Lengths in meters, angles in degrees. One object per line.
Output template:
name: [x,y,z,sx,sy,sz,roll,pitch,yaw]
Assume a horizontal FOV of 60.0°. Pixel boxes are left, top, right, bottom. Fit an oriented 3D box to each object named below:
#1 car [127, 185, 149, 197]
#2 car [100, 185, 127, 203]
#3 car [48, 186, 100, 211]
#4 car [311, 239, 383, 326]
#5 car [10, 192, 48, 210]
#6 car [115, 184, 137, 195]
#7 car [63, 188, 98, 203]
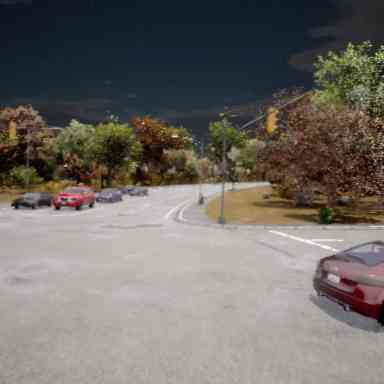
car: [-8.211,-0.120,51.758,1.837,1.490,4.892,2,4,12]
car: [-9.980,0.324,40.363,2.097,1.767,4.553,2,2,7]
car: [-10.633,0.519,30.571,2.150,2.045,5.566,2,1,2]
car: [4.638,1.672,6.720,4.181,1.385,1.994,2,0,-12]
car: [-14.175,0.733,30.193,2.033,1.411,5.357,2,1,1]
car: [-10.987,-0.439,55.595,1.837,1.490,4.892,2,4,13]
car: [-13.492,0.345,40.532,2.128,1.511,4.902,2,2,6]
